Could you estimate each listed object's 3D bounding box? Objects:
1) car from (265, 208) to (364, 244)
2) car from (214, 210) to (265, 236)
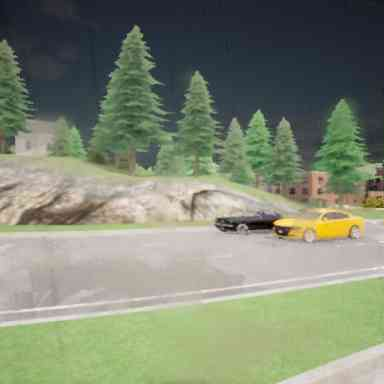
[{"bbox_3d":[6.339,1.595,16.575,5.008,1.535,1.882,1,0,-27],"label":"car"},{"bbox_3d":[3.642,1.697,19.133,4.718,1.301,1.895,1,0,-27],"label":"car"}]
